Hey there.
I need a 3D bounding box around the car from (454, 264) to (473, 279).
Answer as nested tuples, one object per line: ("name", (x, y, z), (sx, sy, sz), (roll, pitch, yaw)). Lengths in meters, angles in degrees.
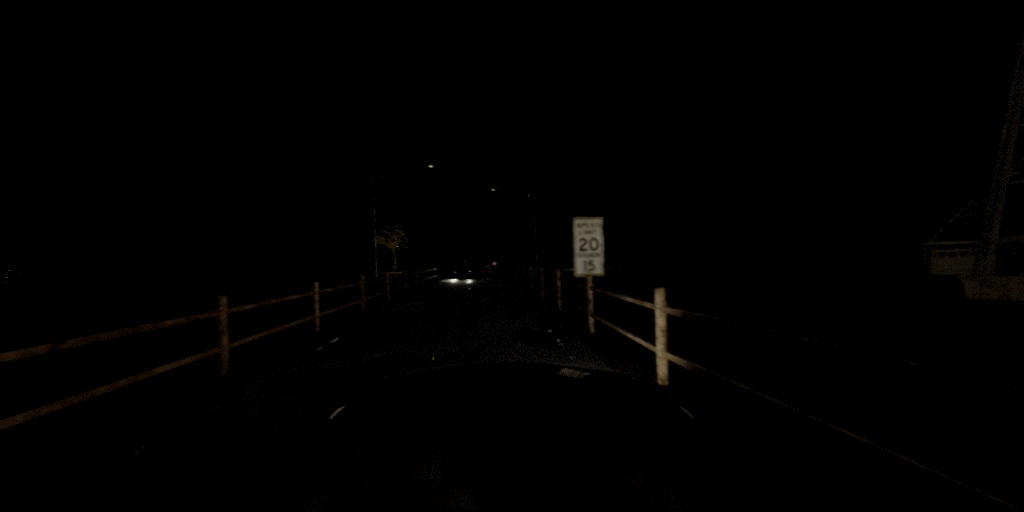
("car", (-5.381, 1.642, 40.060), (1.882, 1.535, 5.008), (-2, -1, -4))
